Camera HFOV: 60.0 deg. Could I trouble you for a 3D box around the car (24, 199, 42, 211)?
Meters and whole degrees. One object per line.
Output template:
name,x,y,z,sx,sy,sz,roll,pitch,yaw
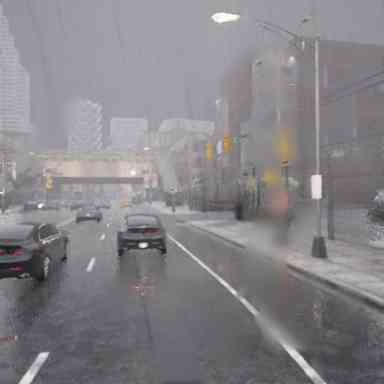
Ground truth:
car,-23.337,2.003,49.163,2.097,1.535,5.008,0,0,-12

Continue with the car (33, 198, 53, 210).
car,-24.812,1.935,55.419,2.185,1.767,4.553,0,0,-12

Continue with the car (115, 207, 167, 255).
car,-2.158,1.630,14.017,1.837,1.490,4.892,0,0,-11

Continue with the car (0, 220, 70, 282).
car,-4.941,1.612,9.924,1.837,1.490,4.892,0,-1,-10

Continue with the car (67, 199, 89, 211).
car,-16.856,2.089,49.456,1.895,1.301,4.718,0,0,-12

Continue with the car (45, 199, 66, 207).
car,-27.020,2.158,65.964,2.231,1.521,4.892,0,0,-2

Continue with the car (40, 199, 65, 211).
car,-20.176,2.062,48.243,1.994,1.385,4.181,0,0,-12

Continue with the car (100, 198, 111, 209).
car,-14.105,2.055,53.824,2.033,1.411,5.357,0,0,-12

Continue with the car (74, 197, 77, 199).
car,-24.087,2.191,66.618,2.128,1.511,4.902,0,0,-12

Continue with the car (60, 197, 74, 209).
car,-21.980,2.067,56.717,2.128,1.511,4.902,0,0,-12

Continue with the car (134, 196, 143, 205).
car,-12.994,2.306,80.429,1.895,1.301,4.718,0,0,-12

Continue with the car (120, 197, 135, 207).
car,-11.803,2.019,59.817,1.882,1.535,5.008,0,0,-12

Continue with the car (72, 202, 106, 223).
car,-8.764,1.842,28.701,1.994,1.385,4.181,0,0,-12

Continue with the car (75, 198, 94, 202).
car,-18.692,2.131,58.081,1.994,1.385,4.181,0,0,-12
